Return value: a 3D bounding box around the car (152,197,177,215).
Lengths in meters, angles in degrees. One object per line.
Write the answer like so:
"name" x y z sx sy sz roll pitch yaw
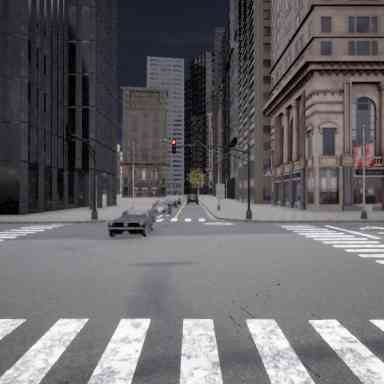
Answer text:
"car" -3.061 1.532 34.472 2.128 1.511 4.902 0 0 0

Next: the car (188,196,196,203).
"car" 0.000 1.657 75.286 1.837 1.490 4.892 0 0 0

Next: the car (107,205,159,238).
"car" -3.075 1.599 17.718 1.895 1.301 4.718 0 0 0

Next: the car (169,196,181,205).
"car" -3.011 1.585 61.059 1.882 1.535 5.008 0 0 0

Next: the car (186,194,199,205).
"car" 0.109 1.334 62.659 2.150 2.045 5.566 0 0 0

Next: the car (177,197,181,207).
"car" -3.056 1.578 48.407 1.837 1.490 4.892 0 -1 0
